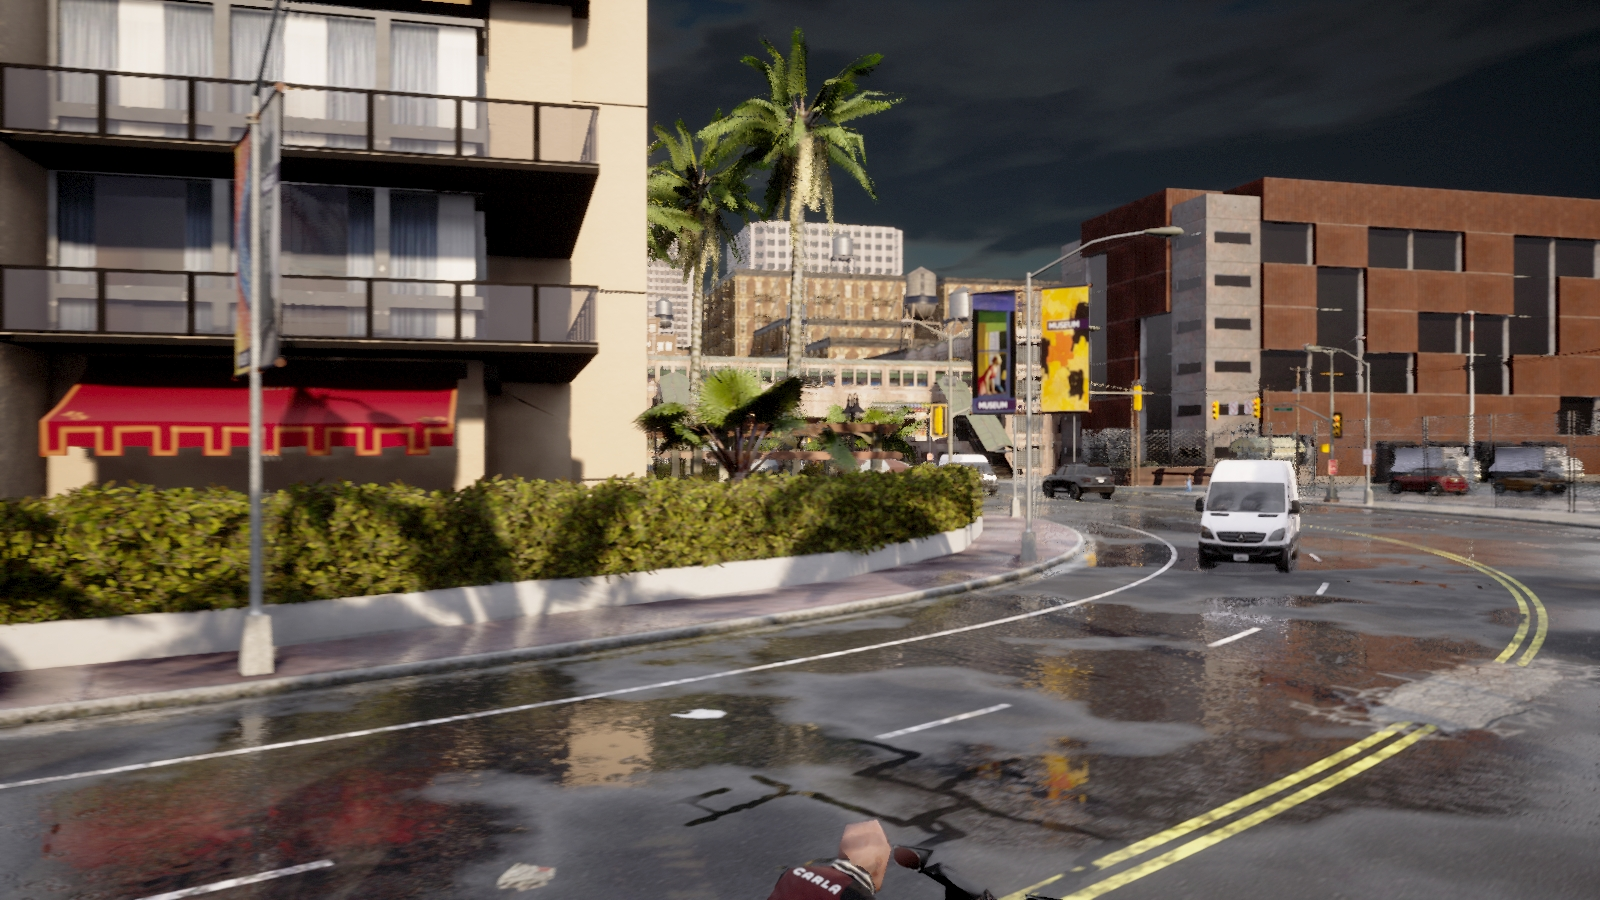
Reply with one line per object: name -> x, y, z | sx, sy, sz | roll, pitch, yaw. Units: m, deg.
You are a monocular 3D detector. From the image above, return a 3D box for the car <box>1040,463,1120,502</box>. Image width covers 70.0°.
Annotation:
car -> 15.964, 1.799, 65.538 | 2.150, 2.045, 5.566 | 0, 0, -14

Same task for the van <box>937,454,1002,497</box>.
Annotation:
van -> 10.681, 1.558, 72.374 | 1.988, 2.561, 5.915 | 0, 0, -14

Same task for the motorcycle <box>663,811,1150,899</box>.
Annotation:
motorcycle -> 0.189, 2.206, 3.990 | 2.209, 1.251, 0.867 | 0, 0, -38

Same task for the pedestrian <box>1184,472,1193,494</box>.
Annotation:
pedestrian -> 23.634, 1.995, 69.532 | 0.375, 1.300, 0.375 | 0, 0, -28

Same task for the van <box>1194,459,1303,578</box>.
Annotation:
van -> 11.231, 1.542, 28.336 | 1.988, 2.561, 5.915 | 0, 0, 26
